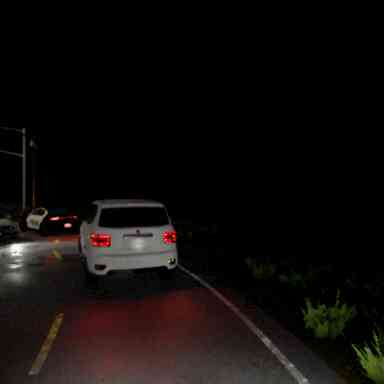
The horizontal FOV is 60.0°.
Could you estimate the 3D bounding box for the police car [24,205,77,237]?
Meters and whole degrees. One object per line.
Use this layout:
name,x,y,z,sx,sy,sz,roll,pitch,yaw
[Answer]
police car,-7.919,1.508,18.465,2.038,1.542,4.974,0,0,-44

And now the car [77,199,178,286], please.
car,-2.100,1.219,9.774,2.150,2.045,5.566,0,0,-20

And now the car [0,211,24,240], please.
car,-10.059,1.551,16.174,4.674,1.442,1.812,0,0,45
